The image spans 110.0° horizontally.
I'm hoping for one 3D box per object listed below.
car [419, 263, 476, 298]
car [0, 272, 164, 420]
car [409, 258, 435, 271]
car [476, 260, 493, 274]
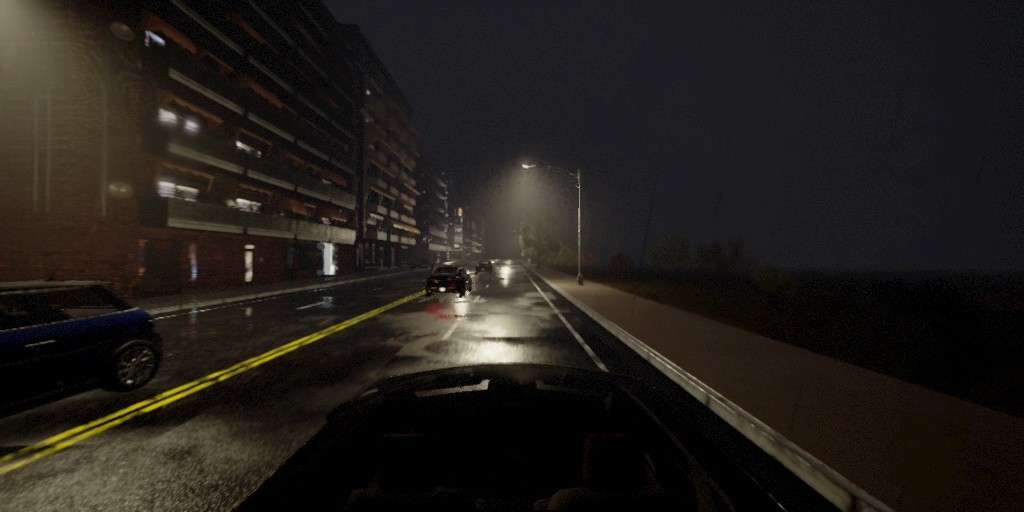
[{"bbox_3d":[-3.162,1.262,18.691,1.837,1.490,4.892,0,0,0],"label":"car"},{"bbox_3d":[-6.601,1.109,3.723,2.097,1.767,4.553,0,0,0],"label":"car"},{"bbox_3d":[-9.776,0.921,39.617,2.033,1.411,5.357,0,0,0],"label":"car"},{"bbox_3d":[-3.177,1.252,41.885,2.128,1.511,4.902,0,0,0],"label":"car"}]
